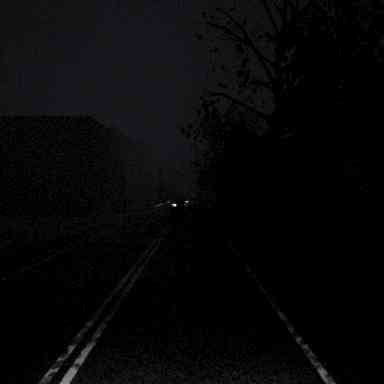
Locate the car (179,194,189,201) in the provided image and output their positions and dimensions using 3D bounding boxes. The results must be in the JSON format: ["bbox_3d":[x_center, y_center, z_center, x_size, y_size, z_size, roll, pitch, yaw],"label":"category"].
[{"bbox_3d":[-1.801,1.233,74.597,1.837,1.490,4.892,0,0,2],"label":"car"}]

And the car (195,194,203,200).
[{"bbox_3d":[1.678,1.271,82.042,1.895,1.301,4.718,0,0,2],"label":"car"}]

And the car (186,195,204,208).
[{"bbox_3d":[0.673,1.455,45.778,2.033,1.411,5.357,0,0,1],"label":"car"}]

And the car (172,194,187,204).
[{"bbox_3d":[-2.357,1.396,58.802,1.994,1.385,4.181,0,0,2],"label":"car"}]
